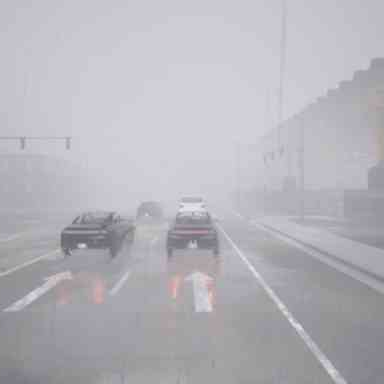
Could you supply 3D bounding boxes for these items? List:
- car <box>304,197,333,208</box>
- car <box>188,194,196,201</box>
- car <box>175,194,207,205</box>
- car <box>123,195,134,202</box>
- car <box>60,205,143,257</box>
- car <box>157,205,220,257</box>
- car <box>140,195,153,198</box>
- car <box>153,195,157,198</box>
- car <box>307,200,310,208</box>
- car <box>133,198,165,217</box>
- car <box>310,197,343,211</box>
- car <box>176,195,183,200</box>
[{"bbox_3d":[15.971,1.289,41.869,1.853,1.218,4.536,0,0,44],"label":"car"},{"bbox_3d":[0.003,1.341,85.390,2.097,1.767,4.553,0,0,0],"label":"car"},{"bbox_3d":[0.033,1.219,26.830,2.150,2.045,5.566,0,0,0],"label":"car"},{"bbox_3d":[-13.997,1.489,73.705,1.837,1.490,4.892,0,0,0],"label":"car"},{"bbox_3d":[-3.453,1.490,12.949,2.128,1.511,4.902,0,0,0],"label":"car"},{"bbox_3d":[0.047,1.490,12.950,2.128,1.511,4.902,0,0,0],"label":"car"},{"bbox_3d":[-10.497,1.514,73.708,1.812,1.442,4.674,0,0,0],"label":"car"},{"bbox_3d":[-10.497,1.449,89.504,1.882,1.535,5.008,0,0,0],"label":"car"},{"bbox_3d":[15.946,1.447,37.223,2.038,1.542,4.974,0,0,-36],"label":"car"},{"bbox_3d":[-3.456,1.503,27.978,1.837,1.490,4.892,0,0,1],"label":"car"},{"bbox_3d":[15.977,1.289,37.182,1.853,1.218,4.536,0,0,-36],"label":"car"},{"bbox_3d":[-3.497,1.566,94.794,1.895,1.301,4.718,0,0,0],"label":"car"}]
